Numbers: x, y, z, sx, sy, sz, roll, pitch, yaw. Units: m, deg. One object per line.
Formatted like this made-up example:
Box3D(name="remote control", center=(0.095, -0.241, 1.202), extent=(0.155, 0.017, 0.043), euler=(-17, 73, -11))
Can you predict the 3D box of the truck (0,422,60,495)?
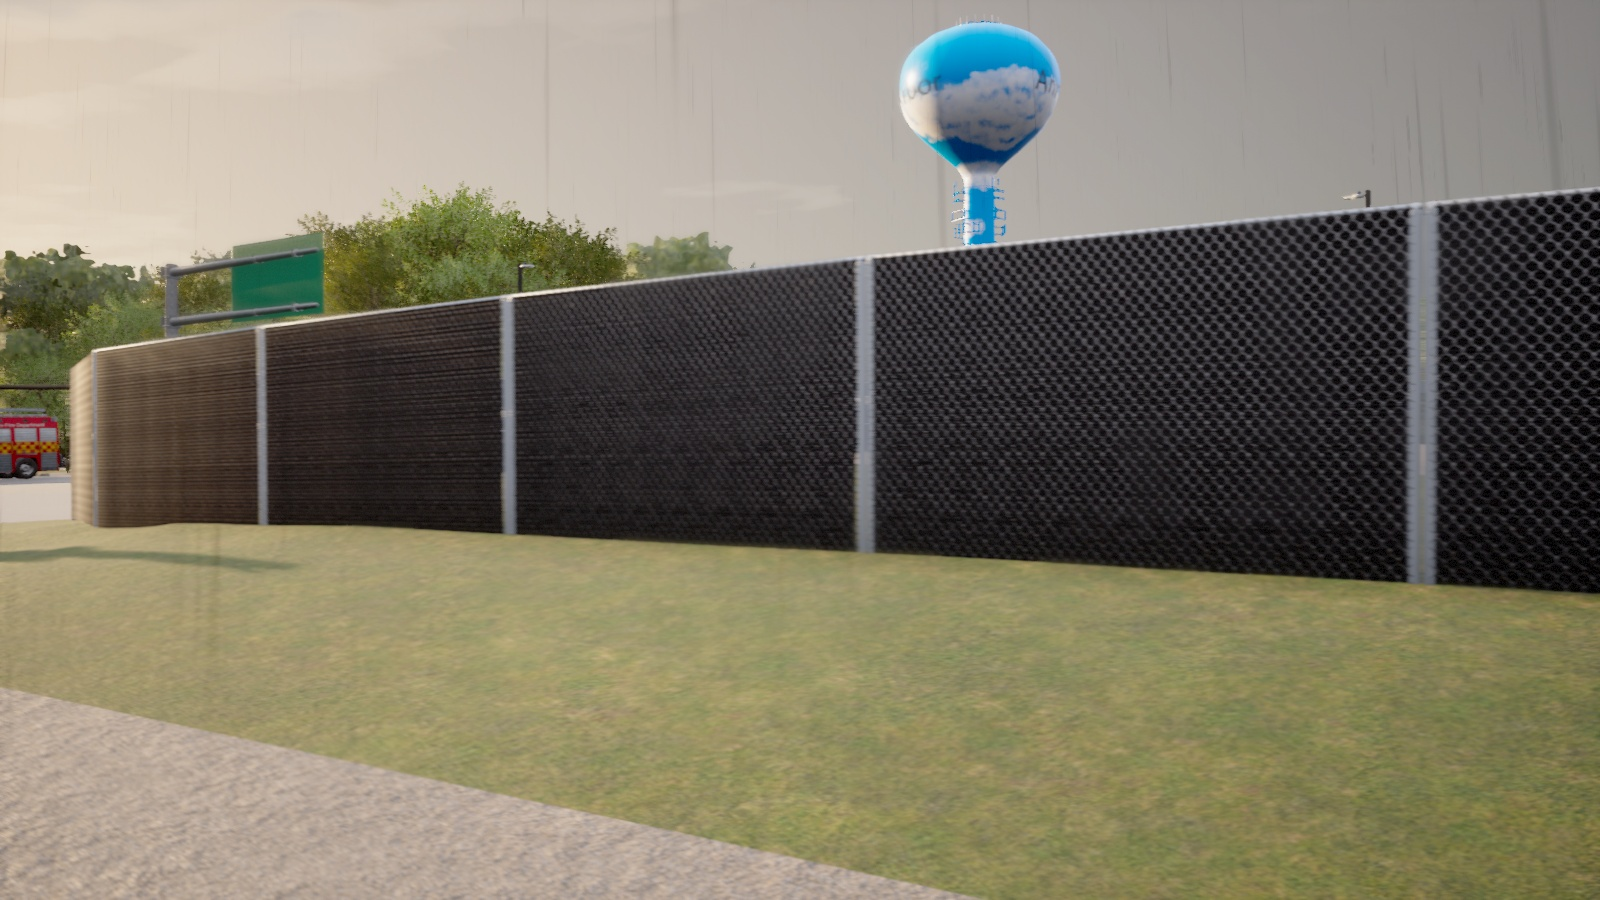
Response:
Box3D(name="truck", center=(-44.235, 0.555, 66.213), extent=(2.891, 3.827, 8.468), euler=(-1, 2, 33))
